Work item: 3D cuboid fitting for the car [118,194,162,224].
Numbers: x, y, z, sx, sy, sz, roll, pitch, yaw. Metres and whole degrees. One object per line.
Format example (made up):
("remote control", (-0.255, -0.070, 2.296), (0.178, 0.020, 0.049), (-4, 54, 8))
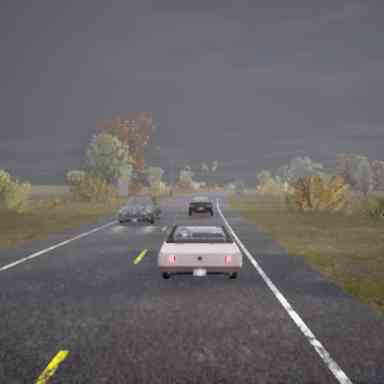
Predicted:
("car", (-3.199, 1.005, 21.143), (2.097, 1.767, 4.553), (0, 1, 2))

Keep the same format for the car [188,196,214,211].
("car", (0.739, 1.032, 27.167), (1.882, 1.535, 5.008), (0, 1, 2))

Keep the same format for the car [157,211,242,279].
("car", (0.198, 1.444, 9.485), (1.895, 1.301, 4.718), (0, 1, 1))
